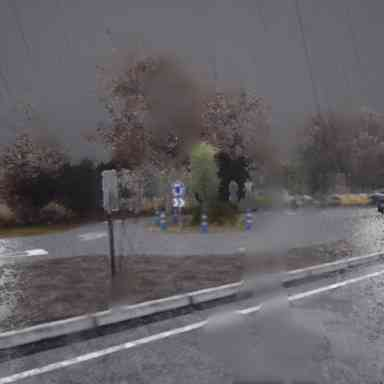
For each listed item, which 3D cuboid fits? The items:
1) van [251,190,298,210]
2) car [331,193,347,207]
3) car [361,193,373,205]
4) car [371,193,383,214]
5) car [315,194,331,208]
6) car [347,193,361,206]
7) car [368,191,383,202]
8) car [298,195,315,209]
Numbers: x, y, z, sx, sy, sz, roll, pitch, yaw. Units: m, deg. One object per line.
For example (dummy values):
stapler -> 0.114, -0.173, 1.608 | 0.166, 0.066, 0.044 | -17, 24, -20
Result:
van -> 7.982, 0.759, 33.533 | 1.878, 1.987, 4.442 | 0, 1, -35
car -> 14.753, 0.996, 38.457 | 2.163, 1.488, 4.792 | 0, 0, -35
car -> 19.241, 0.914, 41.788 | 1.946, 1.575, 5.366 | -1, 0, -35
car -> 15.490, 1.020, 22.942 | 2.163, 1.488, 4.792 | 0, 0, -35
car -> 12.381, 1.017, 36.767 | 2.002, 1.452, 4.674 | 0, 0, -35
car -> 16.951, 0.943, 40.186 | 1.946, 1.575, 5.366 | -1, 0, -35
car -> 28.491, 0.694, 48.022 | 2.231, 1.521, 4.892 | -2, 1, -35
car -> 10.099, 1.020, 35.171 | 2.002, 1.452, 4.674 | 0, 0, -35
